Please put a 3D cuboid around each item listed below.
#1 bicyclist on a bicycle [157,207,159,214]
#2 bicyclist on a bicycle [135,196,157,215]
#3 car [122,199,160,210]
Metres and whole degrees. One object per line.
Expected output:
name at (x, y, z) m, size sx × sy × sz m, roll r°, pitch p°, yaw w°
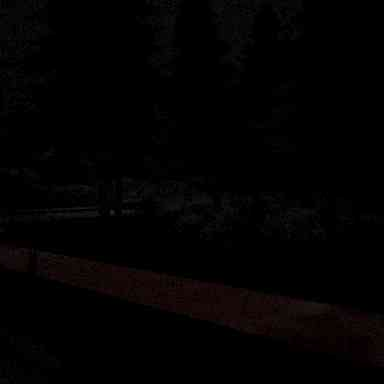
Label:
bicyclist on a bicycle at (-3.563, 1.143, 28.944) m, size 1.656 × 1.620 × 0.582 m, roll 0°, pitch 0°, yaw 22°
bicyclist on a bicycle at (-4.125, 1.142, 28.461) m, size 1.656 × 1.620 × 0.582 m, roll 0°, pitch 0°, yaw 15°
car at (-5.936, 1.439, 39.248) m, size 1.895 × 1.301 × 4.718 m, roll 0°, pitch 0°, yaw 36°
